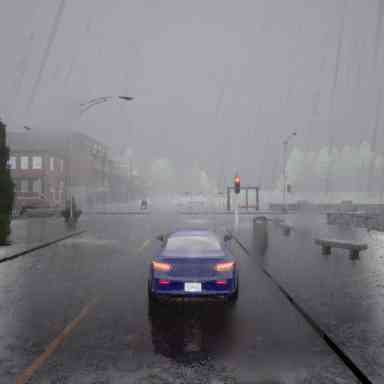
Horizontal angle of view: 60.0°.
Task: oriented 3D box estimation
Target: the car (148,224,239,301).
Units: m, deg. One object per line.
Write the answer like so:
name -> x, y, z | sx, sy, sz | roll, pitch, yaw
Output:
car -> 0.041, 1.526, 8.225 | 1.812, 1.442, 4.674 | 0, 0, 1

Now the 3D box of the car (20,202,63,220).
car -> -12.152, 1.564, 28.029 | 4.181, 1.385, 1.994 | 0, 0, 0
